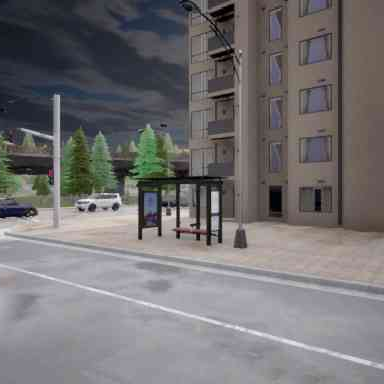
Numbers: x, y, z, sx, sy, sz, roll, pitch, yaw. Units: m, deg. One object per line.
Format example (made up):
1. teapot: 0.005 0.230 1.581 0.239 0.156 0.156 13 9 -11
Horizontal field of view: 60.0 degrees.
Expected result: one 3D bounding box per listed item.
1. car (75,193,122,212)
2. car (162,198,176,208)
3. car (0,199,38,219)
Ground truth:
1. car: -10.680 1.179 38.462 2.150 2.045 5.566 0 0 37
2. car: -4.174 1.505 46.425 2.033 1.411 5.357 0 0 44
3. car: -14.847 1.308 26.664 2.097 1.767 4.553 0 0 36
